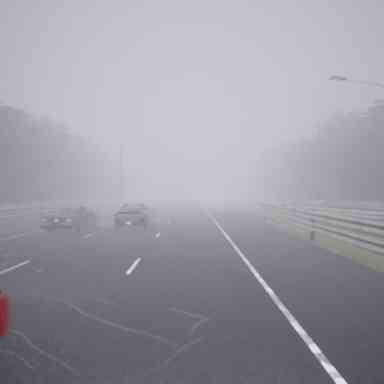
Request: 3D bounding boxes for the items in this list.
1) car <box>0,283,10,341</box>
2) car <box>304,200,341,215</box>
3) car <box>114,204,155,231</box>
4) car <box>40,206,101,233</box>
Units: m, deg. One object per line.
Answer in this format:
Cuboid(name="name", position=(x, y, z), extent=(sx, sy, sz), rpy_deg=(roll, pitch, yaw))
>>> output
Cuboid(name="car", position=(-3.399, 1.214, 1.876), extent=(2.150, 2.045, 5.566), rpy_deg=(0, 0, 0))
Cuboid(name="car", position=(11.066, 1.474, 29.767), extent=(1.801, 1.575, 5.366), rpy_deg=(0, 0, -13))
Cuboid(name="car", position=(-3.407, 1.452, 20.310), extent=(2.128, 1.511, 4.902), rpy_deg=(0, 0, 0))
Cuboid(name="car", position=(-6.909, 1.510, 19.456), extent=(2.033, 1.411, 5.357), rpy_deg=(0, 0, 0))
